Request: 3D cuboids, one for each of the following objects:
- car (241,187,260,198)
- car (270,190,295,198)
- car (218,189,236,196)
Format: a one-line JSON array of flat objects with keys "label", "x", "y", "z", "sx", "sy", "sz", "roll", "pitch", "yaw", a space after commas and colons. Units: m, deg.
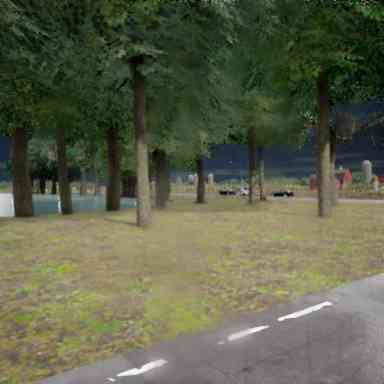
[{"label": "car", "x": 12.049, "y": 0.063, "z": 65.660, "sx": 2.150, "sy": 2.045, "sz": 5.566, "roll": -2, "pitch": 2, "yaw": -35}, {"label": "car", "x": 17.158, "y": 0.295, "z": 63.327, "sx": 1.882, "sy": 1.535, "sz": 5.008, "roll": -2, "pitch": 2, "yaw": -36}, {"label": "car", "x": 7.973, "y": 0.009, "z": 76.068, "sx": 1.882, "sy": 1.535, "sz": 5.008, "roll": -2, "pitch": 2, "yaw": -36}]
